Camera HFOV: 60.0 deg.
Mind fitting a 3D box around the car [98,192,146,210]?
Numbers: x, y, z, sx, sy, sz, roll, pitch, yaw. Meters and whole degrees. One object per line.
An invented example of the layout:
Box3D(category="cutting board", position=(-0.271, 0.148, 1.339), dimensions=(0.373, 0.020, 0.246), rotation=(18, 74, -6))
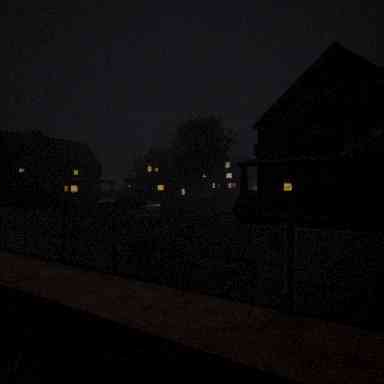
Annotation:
Box3D(category="car", position=(-6.254, 0.792, 29.613), dimensions=(2.097, 1.767, 4.553), rotation=(1, 2, 35))

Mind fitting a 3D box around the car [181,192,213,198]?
Box3D(category="car", position=(0.644, 0.708, 39.368), dimensions=(2.033, 1.411, 5.357), rotation=(1, 2, 35))

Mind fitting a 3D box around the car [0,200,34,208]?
Box3D(category="car", position=(-12.028, 1.241, 21.413), dimensions=(1.994, 1.385, 4.181), rotation=(1, 2, 36))
